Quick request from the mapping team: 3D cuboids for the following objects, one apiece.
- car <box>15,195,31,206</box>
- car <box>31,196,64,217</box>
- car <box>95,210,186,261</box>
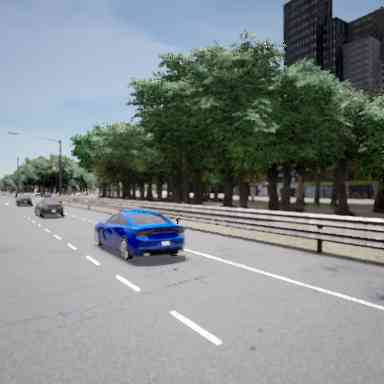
[{"bbox_3d":[-23.682,1.187,46.832,1.812,1.442,4.674,0,0,-32],"label":"car"},{"bbox_3d":[-12.195,1.330,28.388,1.812,1.442,4.674,0,0,-32],"label":"car"},{"bbox_3d":[-2.106,1.411,12.213,1.882,1.535,5.008,0,0,-32],"label":"car"}]
